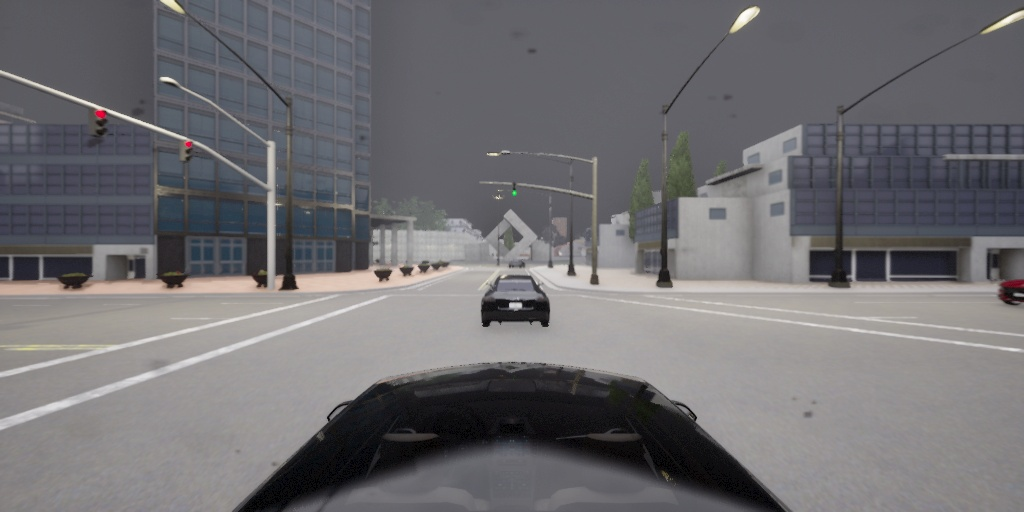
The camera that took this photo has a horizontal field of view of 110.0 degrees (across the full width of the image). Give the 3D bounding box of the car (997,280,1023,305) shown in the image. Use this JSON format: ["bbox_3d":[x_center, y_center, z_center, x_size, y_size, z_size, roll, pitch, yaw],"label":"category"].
[{"bbox_3d":[21.353,1.175,13.357,5.008,1.535,1.882,0,0,0],"label":"car"}]

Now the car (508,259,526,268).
[{"bbox_3d":[0.783,1.102,53.672,1.994,1.385,4.181,0,0,12],"label":"car"}]

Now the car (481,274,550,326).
[{"bbox_3d":[0.096,1.279,11.554,1.994,1.385,4.181,0,0,0],"label":"car"}]
